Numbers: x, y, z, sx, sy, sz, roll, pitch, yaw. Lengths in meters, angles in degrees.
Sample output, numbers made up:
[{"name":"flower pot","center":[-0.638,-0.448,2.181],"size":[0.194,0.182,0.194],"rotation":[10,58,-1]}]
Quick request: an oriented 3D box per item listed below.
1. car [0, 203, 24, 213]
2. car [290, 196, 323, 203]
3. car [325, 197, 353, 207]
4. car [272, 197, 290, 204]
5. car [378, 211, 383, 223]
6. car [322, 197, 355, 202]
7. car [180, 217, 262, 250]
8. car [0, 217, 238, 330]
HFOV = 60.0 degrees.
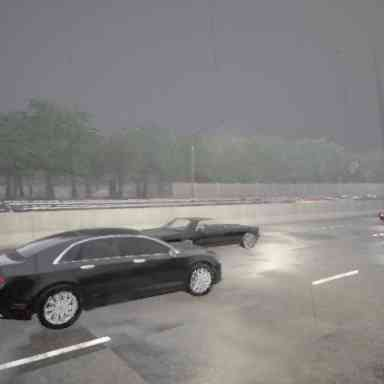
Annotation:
[{"name":"car","center":[-14.602,1.528,23.667],"size":[4.892,1.490,1.837],"rotation":[0,0,-36]},{"name":"car","center":[14.332,1.287,39.891],"size":[4.553,1.767,2.097],"rotation":[0,0,-35]},{"name":"car","center":[21.893,1.469,49.450],"size":[4.181,1.385,1.994],"rotation":[0,0,-35]},{"name":"car","center":[13.480,1.457,47.845],"size":[4.674,1.442,1.812],"rotation":[0,0,-35]},{"name":"car","center":[14.922,1.547,22.946],"size":[4.718,1.301,1.895],"rotation":[0,0,-35]},{"name":"car","center":[17.137,1.455,37.589],"size":[4.674,1.442,1.812],"rotation":[0,0,-35]},{"name":"car","center":[0.445,1.593,12.664],"size":[4.718,1.301,1.895],"rotation":[0,0,-35]},{"name":"car","center":[-1.527,1.505,6.955],"size":[4.892,1.490,1.837],"rotation":[0,0,-36]}]
